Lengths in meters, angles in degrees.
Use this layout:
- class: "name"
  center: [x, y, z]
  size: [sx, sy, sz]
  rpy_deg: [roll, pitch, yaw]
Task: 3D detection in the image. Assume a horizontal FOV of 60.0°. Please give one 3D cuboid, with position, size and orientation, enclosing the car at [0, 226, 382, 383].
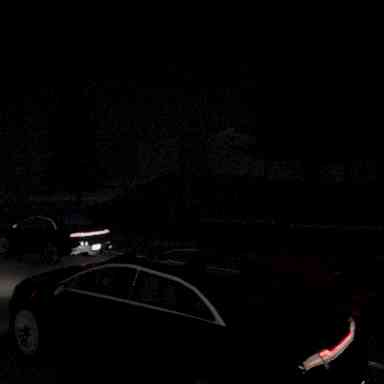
- class: "car"
  center: [-0.486, 1.492, 4.331]
  size: [4.902, 1.511, 2.128]
  rpy_deg: [0, 0, 35]

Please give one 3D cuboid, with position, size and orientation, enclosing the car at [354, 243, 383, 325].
- class: "car"
  center: [3.189, 1.602, 6.016]
  size: [4.718, 1.301, 1.895]
  rpy_deg: [0, 0, 36]

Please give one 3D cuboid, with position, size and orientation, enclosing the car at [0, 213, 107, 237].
- class: "car"
  center: [-4.946, 1.486, 11.722]
  size: [4.902, 1.511, 2.128]
  rpy_deg: [0, 0, 35]
